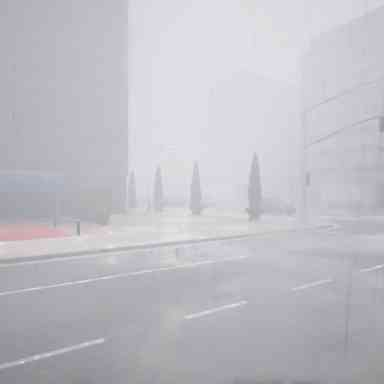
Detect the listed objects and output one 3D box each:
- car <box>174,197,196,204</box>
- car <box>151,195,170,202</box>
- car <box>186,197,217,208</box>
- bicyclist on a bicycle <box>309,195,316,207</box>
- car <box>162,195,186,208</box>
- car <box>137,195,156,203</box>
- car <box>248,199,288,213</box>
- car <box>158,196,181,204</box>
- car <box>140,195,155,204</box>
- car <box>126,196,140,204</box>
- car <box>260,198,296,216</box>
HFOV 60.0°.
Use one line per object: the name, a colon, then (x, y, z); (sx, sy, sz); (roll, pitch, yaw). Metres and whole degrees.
car: (-1.424, 1.601, 64.736); (1.895, 1.301, 4.718); (0, 0, -34)
car: (-6.801, 1.384, 72.375); (1.882, 1.535, 5.008); (0, 0, -35)
car: (1.602, 1.526, 47.848); (1.812, 1.442, 4.674); (0, 0, -35)
bicyclist on a bicycle: (16.964, 1.301, 46.732); (1.656, 1.620, 0.582); (0, 0, -35)
car: (-2.776, 1.491, 48.018); (2.128, 1.511, 4.902); (0, 0, -35)
car: (-9.676, 1.384, 70.378); (1.882, 1.535, 5.008); (0, 0, -35)
car: (8.535, 1.564, 37.866); (1.994, 1.385, 4.181); (0, 0, -35)
car: (-4.210, 1.491, 62.608); (2.128, 1.511, 4.902); (0, 0, -34)
car: (-8.787, 1.601, 62.948); (1.895, 1.301, 4.718); (0, 0, -35)
car: (-12.331, 1.458, 61.933); (2.033, 1.411, 5.357); (0, 0, -35)
car: (7.943, 1.353, 32.583); (2.097, 1.767, 4.553); (0, 0, -35)
